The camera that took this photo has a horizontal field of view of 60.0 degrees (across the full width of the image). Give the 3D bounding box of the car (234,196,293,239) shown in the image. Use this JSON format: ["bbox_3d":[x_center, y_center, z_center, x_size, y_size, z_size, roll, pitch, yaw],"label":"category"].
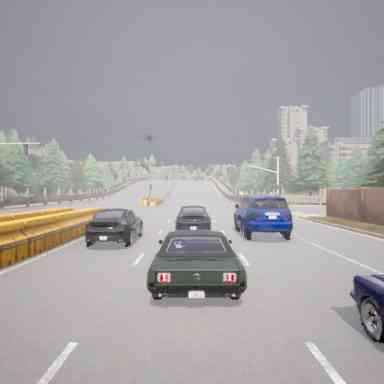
[{"bbox_3d":[3.559,1.221,17.410,2.150,2.045,5.566,0,0,0],"label":"car"}]

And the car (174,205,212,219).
[{"bbox_3d":[0.065,1.505,18.585,1.837,1.490,4.892,0,0,0],"label":"car"}]

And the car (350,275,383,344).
[{"bbox_3d":[3.594,1.601,3.480,1.895,1.301,4.718,0,0,0],"label":"car"}]

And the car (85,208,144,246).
[{"bbox_3d":[-3.429,1.506,15.251,1.837,1.490,4.892,0,0,0],"label":"car"}]

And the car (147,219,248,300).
[{"bbox_3d":[0.085,1.601,8.348,1.895,1.301,4.718,0,0,0],"label":"car"}]
